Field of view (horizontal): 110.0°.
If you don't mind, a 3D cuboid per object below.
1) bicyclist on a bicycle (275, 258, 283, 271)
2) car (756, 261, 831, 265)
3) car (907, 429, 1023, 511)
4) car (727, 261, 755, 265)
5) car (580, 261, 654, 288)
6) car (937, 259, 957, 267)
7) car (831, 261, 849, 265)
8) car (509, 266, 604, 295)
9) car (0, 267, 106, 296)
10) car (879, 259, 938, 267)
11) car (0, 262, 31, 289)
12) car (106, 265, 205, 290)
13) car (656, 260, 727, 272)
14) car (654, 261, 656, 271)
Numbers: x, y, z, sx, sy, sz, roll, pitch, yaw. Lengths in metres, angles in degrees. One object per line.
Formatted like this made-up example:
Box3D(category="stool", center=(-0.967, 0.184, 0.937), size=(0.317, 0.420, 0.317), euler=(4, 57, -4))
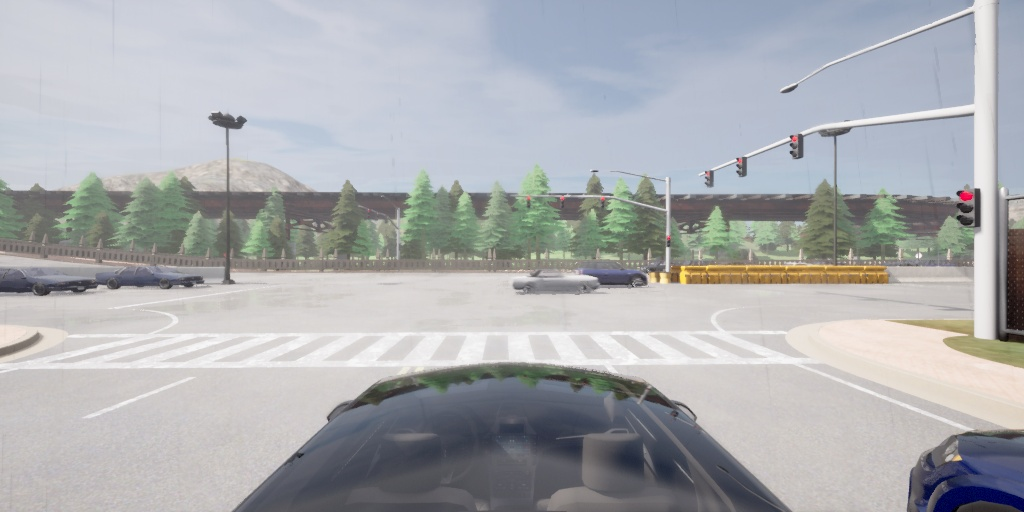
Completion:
Box3D(category="bicyclist on a bicycle", center=(-28.452, 1.041, 43.882), size=(0.582, 1.620, 1.656), euler=(0, 0, -2))
Box3D(category="car", center=(24.013, 1.276, 30.701), size=(4.674, 1.442, 1.812), euler=(0, 0, -2))
Box3D(category="car", center=(3.600, 1.314, 0.576), size=(1.994, 1.385, 4.181), euler=(0, 0, 0))
Box3D(category="car", center=(20.519, 1.255, 34.112), size=(4.892, 1.490, 1.837), euler=(0, 0, -2))
Box3D(category="car", center=(6.232, 1.101, 22.963), size=(4.553, 1.767, 2.097), euler=(0, 0, -2))
Box3D(category="car", center=(39.984, 1.102, 34.699), size=(4.553, 1.767, 2.097), euler=(0, 0, -2))
Box3D(category="car", center=(30.016, 1.241, 34.404), size=(4.902, 1.511, 2.128), euler=(0, 0, -2))
Box3D(category="car", center=(2.236, 1.351, 19.338), size=(4.718, 1.301, 1.895), euler=(0, 0, -2))
Box3D(category="car", center=(-24.985, 1.288, 18.493), size=(5.357, 1.411, 2.033), euler=(0, 0, -2))
Box3D(category="car", center=(33.219, 1.255, 31.001), size=(4.892, 1.490, 1.837), euler=(0, 0, -2))
Box3D(category="car", center=(-32.976, 1.140, 21.753), size=(4.892, 1.490, 1.837), euler=(2, 0, -2))
Box3D(category="car", center=(-22.284, 1.291, 22.077), size=(5.357, 1.411, 2.033), euler=(0, 0, -2))
Box3D(category="car", center=(15.184, 1.102, 30.445), size=(4.553, 1.767, 2.097), euler=(0, 0, -2))
Box3D(category="car", center=(15.576, 1.241, 37.460), size=(4.902, 1.511, 2.128), euler=(0, 0, -2))
